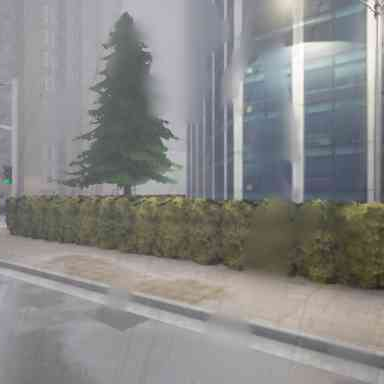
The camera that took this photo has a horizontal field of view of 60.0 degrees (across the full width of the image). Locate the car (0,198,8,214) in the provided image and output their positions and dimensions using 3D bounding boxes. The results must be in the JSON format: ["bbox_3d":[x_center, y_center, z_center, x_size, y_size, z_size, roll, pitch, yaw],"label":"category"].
[{"bbox_3d":[-18.824,1.352,32.054,2.097,1.767,4.553,0,0,36],"label":"car"}]
